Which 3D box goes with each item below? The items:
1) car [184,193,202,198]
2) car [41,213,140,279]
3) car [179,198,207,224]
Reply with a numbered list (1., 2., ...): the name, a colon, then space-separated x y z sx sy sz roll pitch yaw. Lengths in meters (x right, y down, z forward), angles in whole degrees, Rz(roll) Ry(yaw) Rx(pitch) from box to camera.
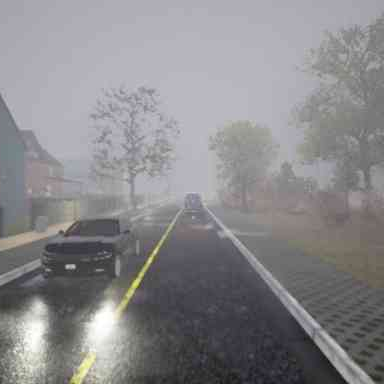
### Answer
1. car: 0.098 1.207 43.126 2.150 2.045 5.566 0 0 0
2. car: -2.825 1.474 10.232 1.882 1.535 5.008 0 0 0
3. car: 0.099 1.482 24.422 2.128 1.511 4.902 0 0 0
